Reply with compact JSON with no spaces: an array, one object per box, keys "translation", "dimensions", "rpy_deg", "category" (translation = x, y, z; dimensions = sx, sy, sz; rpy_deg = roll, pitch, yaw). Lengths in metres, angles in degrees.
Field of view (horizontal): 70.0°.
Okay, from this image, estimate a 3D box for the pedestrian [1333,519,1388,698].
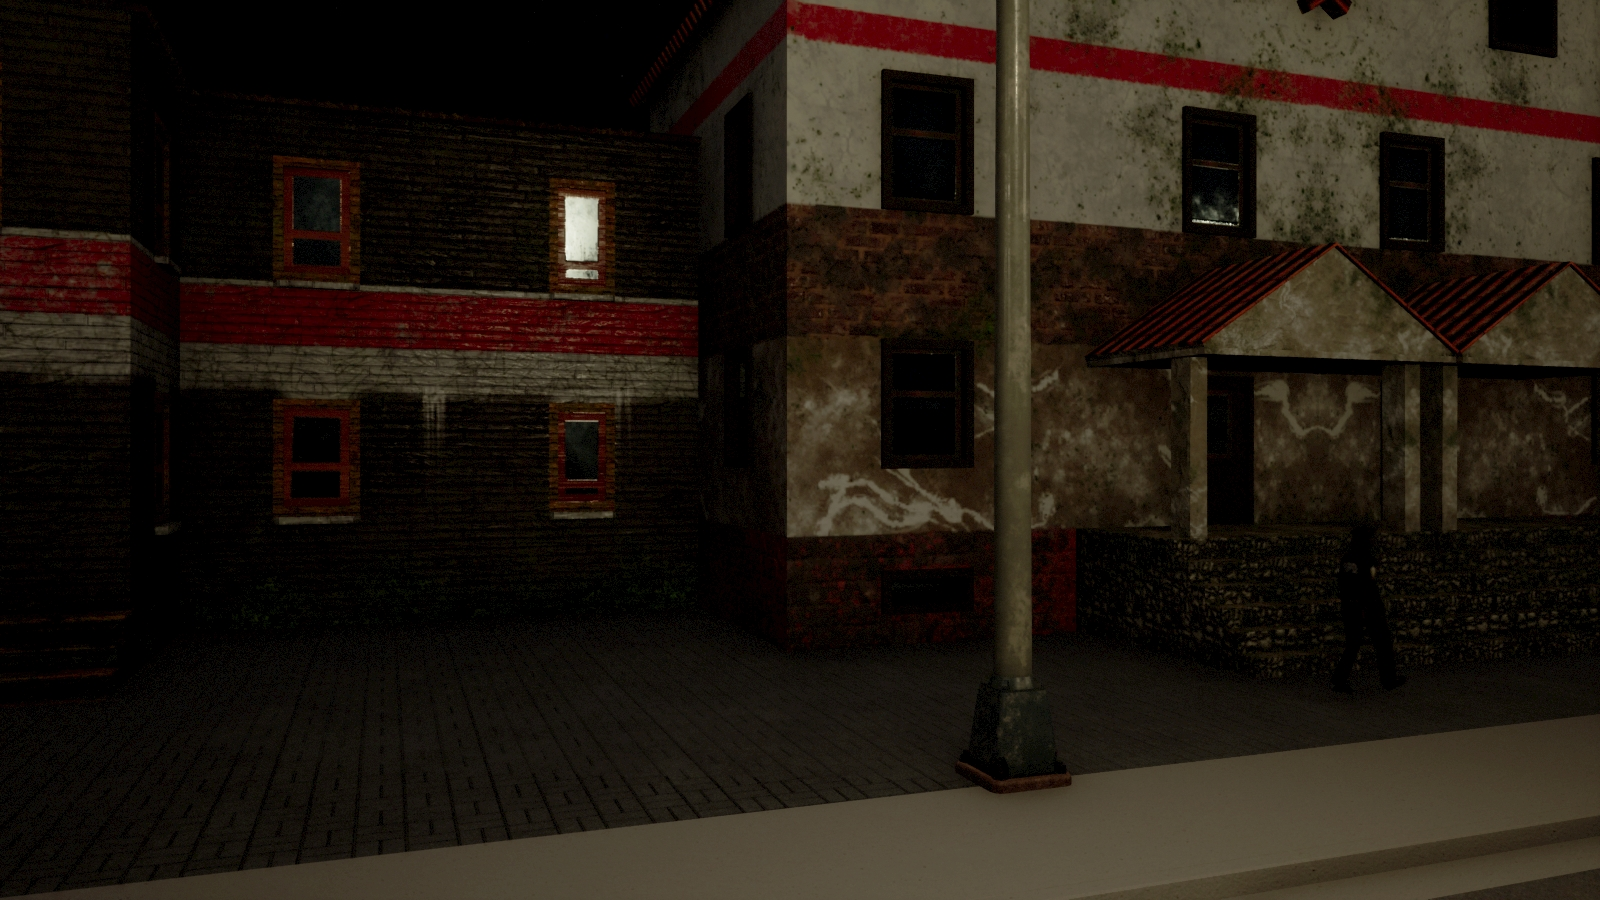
[{"translation":[6.026,1.683,12.299],"dimensions":[0.375,1.860,0.375],"rpy_deg":[0,0,-19],"category":"pedestrian"}]
